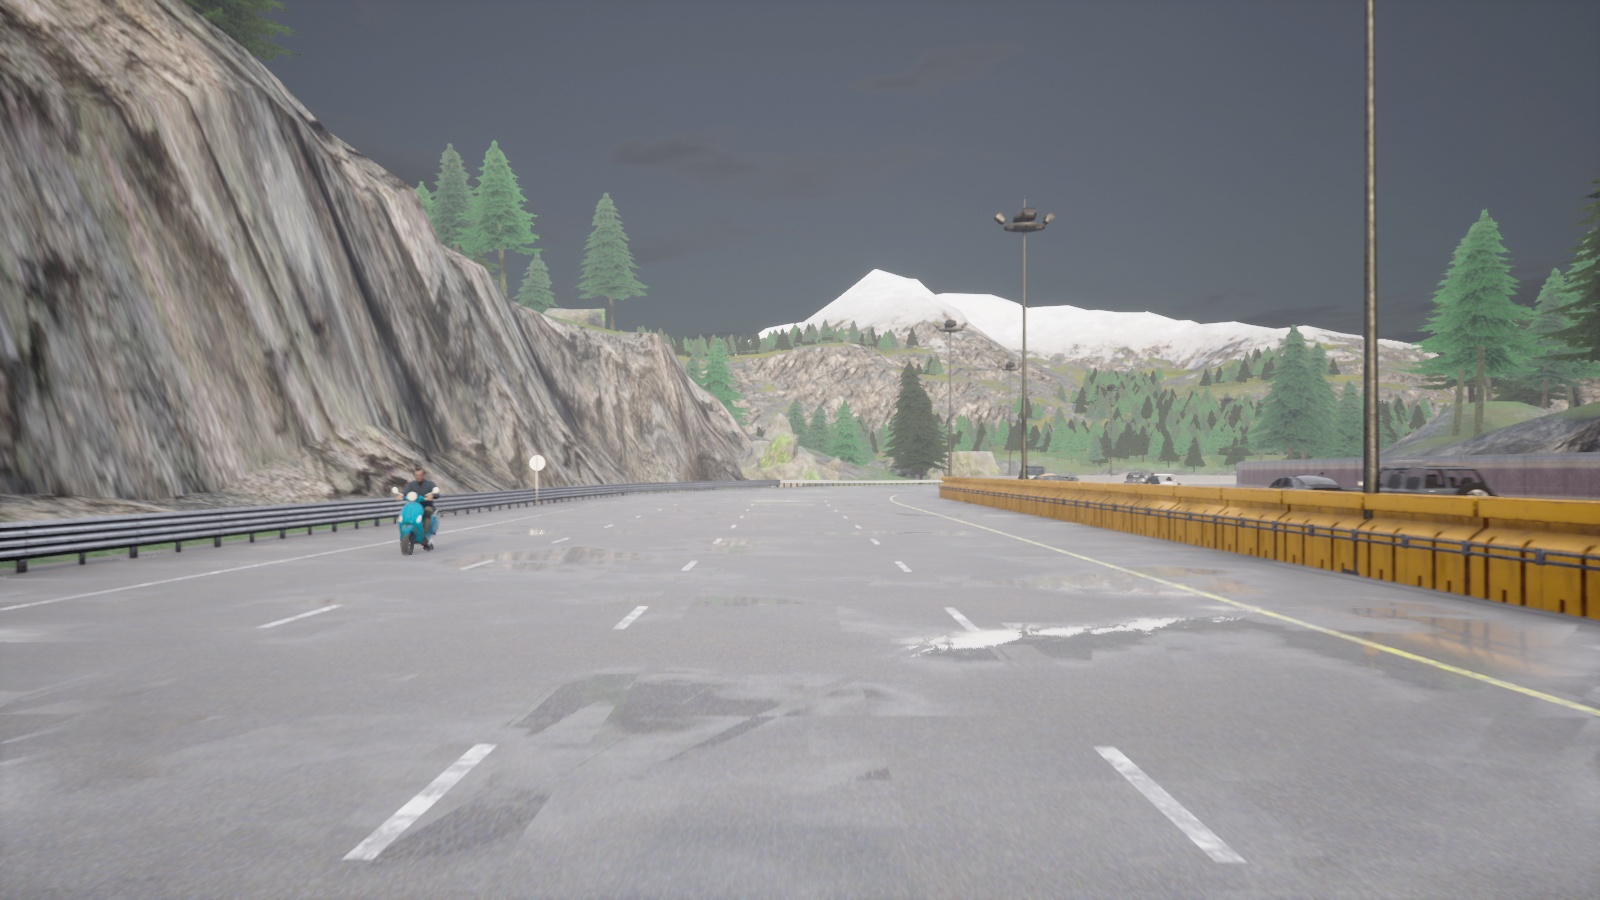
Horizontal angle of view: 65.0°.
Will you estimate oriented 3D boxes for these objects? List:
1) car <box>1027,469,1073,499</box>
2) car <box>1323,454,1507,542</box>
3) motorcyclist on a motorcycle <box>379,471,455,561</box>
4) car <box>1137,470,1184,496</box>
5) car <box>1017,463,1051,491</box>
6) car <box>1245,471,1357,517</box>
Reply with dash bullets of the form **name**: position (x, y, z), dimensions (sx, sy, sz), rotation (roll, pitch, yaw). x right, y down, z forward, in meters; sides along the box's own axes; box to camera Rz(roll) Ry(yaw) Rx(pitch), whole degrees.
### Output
- **car**: position (13.830, 1.864, 69.647), dimensions (1.801, 1.575, 5.366), rotation (0, -1, 3)
- **car**: position (13.932, 1.058, 28.810), dimensions (1.932, 1.855, 4.605), rotation (0, -1, 0)
- **motorcyclist on a motorcycle**: position (-7.054, 1.185, 23.218), dimensions (0.866, 1.590, 1.817), rotation (0, -1, 0)
- **car**: position (21.215, 1.934, 73.989), dimensions (1.970, 1.475, 3.806), rotation (0, -1, 5)
- **car**: position (17.885, 2.063, 95.649), dimensions (2.150, 2.045, 5.566), rotation (-1, -1, 14)
- **car**: position (17.288, 1.480, 43.594), dimensions (1.837, 1.490, 4.892), rotation (0, -1, -1)
